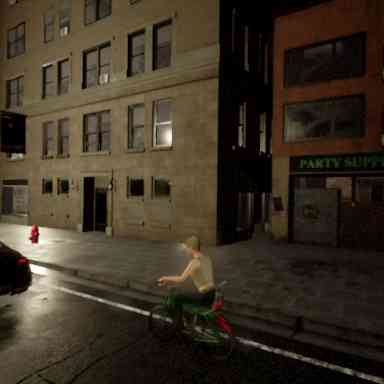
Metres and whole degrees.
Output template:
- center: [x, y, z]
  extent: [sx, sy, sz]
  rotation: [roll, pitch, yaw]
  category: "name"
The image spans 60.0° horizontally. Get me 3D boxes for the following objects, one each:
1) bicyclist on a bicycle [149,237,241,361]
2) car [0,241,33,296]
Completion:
- center: [-0.055, 1.432, 4.700]
  extent: [1.509, 1.612, 0.866]
  rotation: [0, 0, 35]
  category: "bicyclist on a bicycle"
- center: [-5.449, 1.549, 7.485]
  extent: [4.181, 1.385, 1.994]
  rotation: [0, 0, 36]
  category: "car"
